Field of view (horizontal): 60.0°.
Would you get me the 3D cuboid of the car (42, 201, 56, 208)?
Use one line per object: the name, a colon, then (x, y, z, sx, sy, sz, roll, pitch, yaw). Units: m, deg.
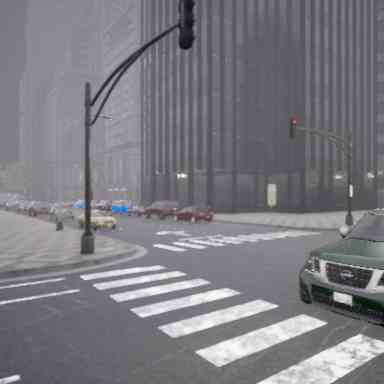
car: (-32.108, 2.773, 74.578, 1.947, 1.339, 4.313, -1, 0, -35)

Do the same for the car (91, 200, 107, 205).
car: (-11.670, 2.008, 45.626, 2.192, 1.841, 5.009, -1, 0, -35)

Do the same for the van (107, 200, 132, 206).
van: (-8.744, 1.958, 41.465, 1.690, 1.788, 3.998, -1, 0, -35)

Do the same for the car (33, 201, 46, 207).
car: (-38.104, 2.901, 83.082, 2.008, 1.369, 4.403, -1, 0, -35)

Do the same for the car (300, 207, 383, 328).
car: (4.624, 1.323, 6.834, 5.566, 2.045, 2.150, 0, 0, -35)

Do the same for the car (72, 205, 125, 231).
car: (-6.839, 1.911, 23.938, 1.752, 1.417, 4.829, -1, 0, -35)

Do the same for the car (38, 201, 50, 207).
car: (-35.106, 2.845, 78.830, 1.947, 1.339, 4.313, -1, 0, -35)

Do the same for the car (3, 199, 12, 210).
car: (-32.378, 2.478, 60.161, 1.967, 1.590, 4.097, -1, 0, -35)

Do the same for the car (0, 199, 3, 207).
car: (-41.672, 2.812, 73.346, 1.887, 1.381, 4.507, -1, 0, -35)

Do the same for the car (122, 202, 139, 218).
car: (-5.812, 2.124, 37.303, 1.802, 1.307, 4.206, -1, 0, -35)

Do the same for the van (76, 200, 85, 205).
van: (-17.523, 2.183, 53.948, 1.690, 1.788, 3.998, -1, 0, -35)

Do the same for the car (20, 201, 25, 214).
car: (-21.012, 2.295, 44.043, 1.887, 1.381, 4.507, -1, 0, -35)

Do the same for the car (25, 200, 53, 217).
car: (-18.202, 1.993, 40.050, 2.192, 1.841, 5.009, -1, 0, -35)

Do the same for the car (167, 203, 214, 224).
car: (0.040, 1.935, 28.981, 1.887, 1.381, 4.507, -1, 0, -35)

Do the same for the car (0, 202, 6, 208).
car: (-44.769, 2.923, 77.741, 1.802, 1.307, 4.206, -1, 0, -35)

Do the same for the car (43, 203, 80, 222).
car: (-12.566, 2.084, 32.063, 2.008, 1.369, 4.403, -1, 0, -35)

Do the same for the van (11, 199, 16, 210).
van: (-26.646, 2.235, 52.030, 1.690, 1.788, 3.998, -1, 0, -35)

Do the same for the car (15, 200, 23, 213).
car: (-23.829, 2.262, 48.036, 1.967, 1.590, 4.097, -1, 0, -35)

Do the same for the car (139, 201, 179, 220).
car: (-2.891, 1.781, 33.144, 2.192, 1.841, 5.009, -1, 0, -35)
